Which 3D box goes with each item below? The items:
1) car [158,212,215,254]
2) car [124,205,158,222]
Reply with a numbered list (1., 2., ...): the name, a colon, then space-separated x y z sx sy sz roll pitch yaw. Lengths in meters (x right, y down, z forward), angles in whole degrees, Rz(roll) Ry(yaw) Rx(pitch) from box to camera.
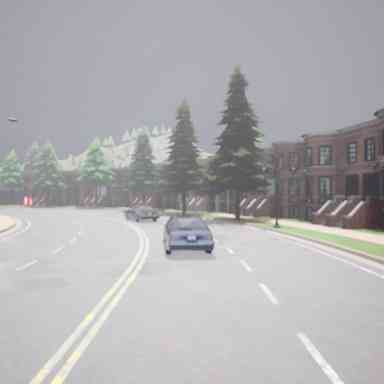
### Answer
1. car: -0.280 1.681 14.161 2.033 1.411 5.357 0 -1 -6
2. car: -4.450 1.821 29.094 2.033 1.411 5.357 0 -1 -25
